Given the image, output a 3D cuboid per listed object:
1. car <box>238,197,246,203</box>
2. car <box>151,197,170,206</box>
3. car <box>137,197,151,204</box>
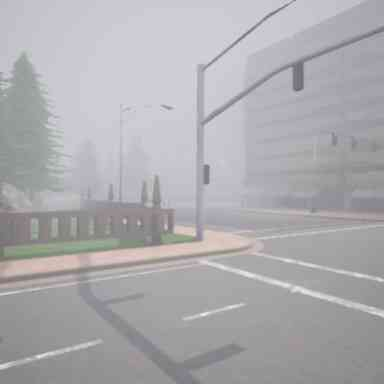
[{"bbox_3d":[13.366,1.864,82.534,4.674,1.442,1.812,0,0,-35],"label":"car"},{"bbox_3d":[-5.302,1.681,59.953,1.812,1.442,4.674,0,0,11],"label":"car"},{"bbox_3d":[-8.630,1.635,61.170,2.128,1.511,4.902,0,0,11],"label":"car"}]
